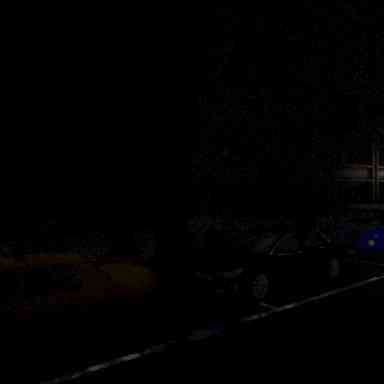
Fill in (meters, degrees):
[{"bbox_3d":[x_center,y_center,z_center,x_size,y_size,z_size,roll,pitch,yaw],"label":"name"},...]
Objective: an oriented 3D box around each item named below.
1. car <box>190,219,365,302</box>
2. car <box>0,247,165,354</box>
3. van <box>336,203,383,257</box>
[{"bbox_3d":[1.984,1.513,8.065,4.403,1.369,2.008,0,0,-35],"label":"car"},{"bbox_3d":[-2.743,1.523,4.695,4.829,1.417,1.752,0,0,-35],"label":"car"},{"bbox_3d":[6.572,1.271,11.338,3.998,1.788,1.690,0,0,-35],"label":"van"}]
